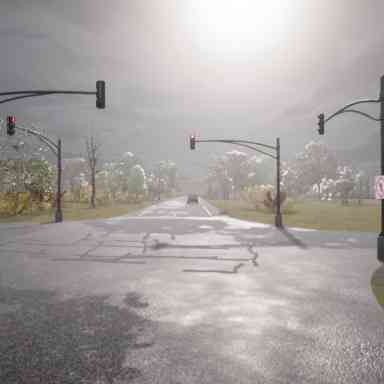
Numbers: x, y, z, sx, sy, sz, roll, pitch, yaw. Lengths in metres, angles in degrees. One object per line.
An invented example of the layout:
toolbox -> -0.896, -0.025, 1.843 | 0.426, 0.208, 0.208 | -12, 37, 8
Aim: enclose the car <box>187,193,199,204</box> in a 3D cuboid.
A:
car -> 0.177, 1.283, 67.639 | 2.150, 2.045, 5.566 | 0, 0, 0
